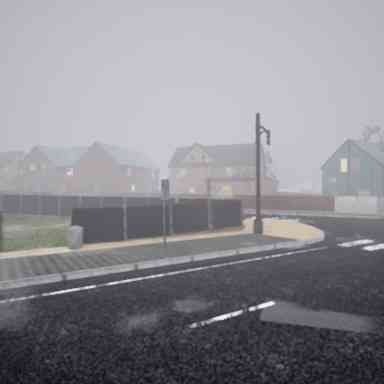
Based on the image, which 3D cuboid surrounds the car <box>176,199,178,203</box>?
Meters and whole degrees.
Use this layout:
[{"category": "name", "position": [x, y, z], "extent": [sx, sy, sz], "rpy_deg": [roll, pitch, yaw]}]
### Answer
[{"category": "car", "position": [-0.787, 1.172, 25.598], "extent": [4.718, 1.301, 1.895], "rpy_deg": [1, 1, 19]}]
